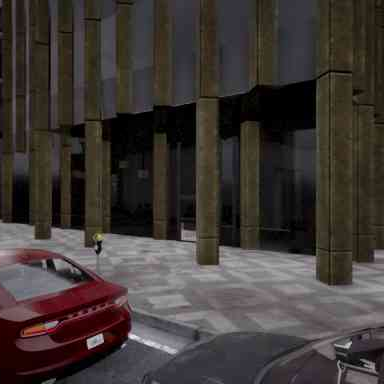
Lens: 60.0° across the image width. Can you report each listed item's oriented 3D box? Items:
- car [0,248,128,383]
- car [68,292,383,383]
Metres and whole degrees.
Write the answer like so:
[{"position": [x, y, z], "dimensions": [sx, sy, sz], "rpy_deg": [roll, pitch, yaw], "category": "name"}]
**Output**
[{"position": [-2.898, 1.544, 5.051], "dimensions": [4.507, 1.381, 1.887], "rpy_deg": [0, 0, 36], "category": "car"}, {"position": [1.517, 1.551, 1.876], "dimensions": [4.403, 1.369, 2.008], "rpy_deg": [0, 0, 36], "category": "car"}]
